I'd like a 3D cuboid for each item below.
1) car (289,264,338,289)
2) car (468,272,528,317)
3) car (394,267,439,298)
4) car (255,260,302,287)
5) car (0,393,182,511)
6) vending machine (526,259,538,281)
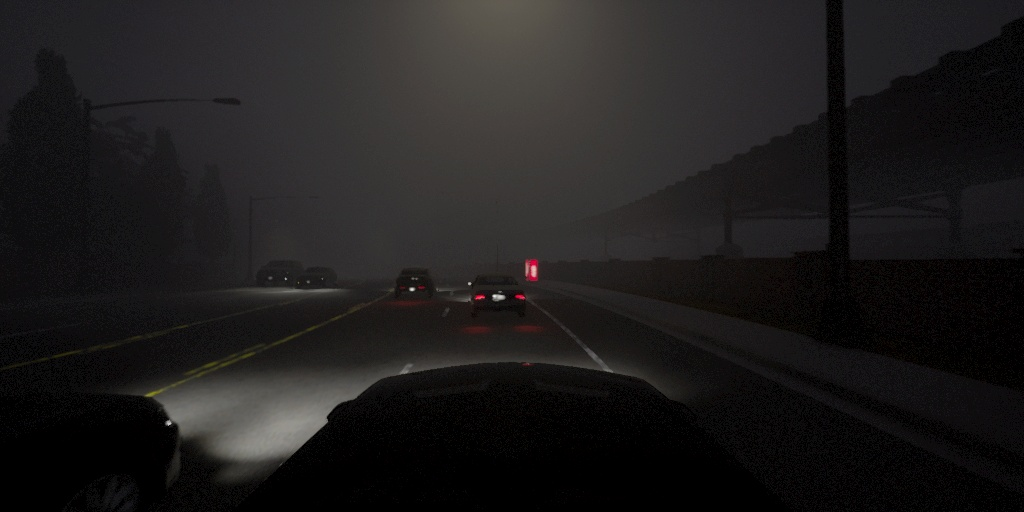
[{"bbox_3d":[-13.642,1.478,25.307,1.837,1.490,4.892,0,-2,-14],"label":"car"},{"bbox_3d":[-0.627,1.305,13.226,2.033,1.411,5.357,0,0,-6],"label":"car"},{"bbox_3d":[-5.015,1.329,19.046,1.837,1.490,4.892,0,-1,-9],"label":"car"},{"bbox_3d":[-18.001,1.304,28.215,2.150,2.045,5.566,0,-2,-17],"label":"car"},{"bbox_3d":[-3.459,1.265,0.740,1.837,1.490,4.892,0,0,-1],"label":"car"},{"bbox_3d":[1.768,1.288,32.076,1.100,2.100,0.880,0,0,-15],"label":"vending machine"}]
